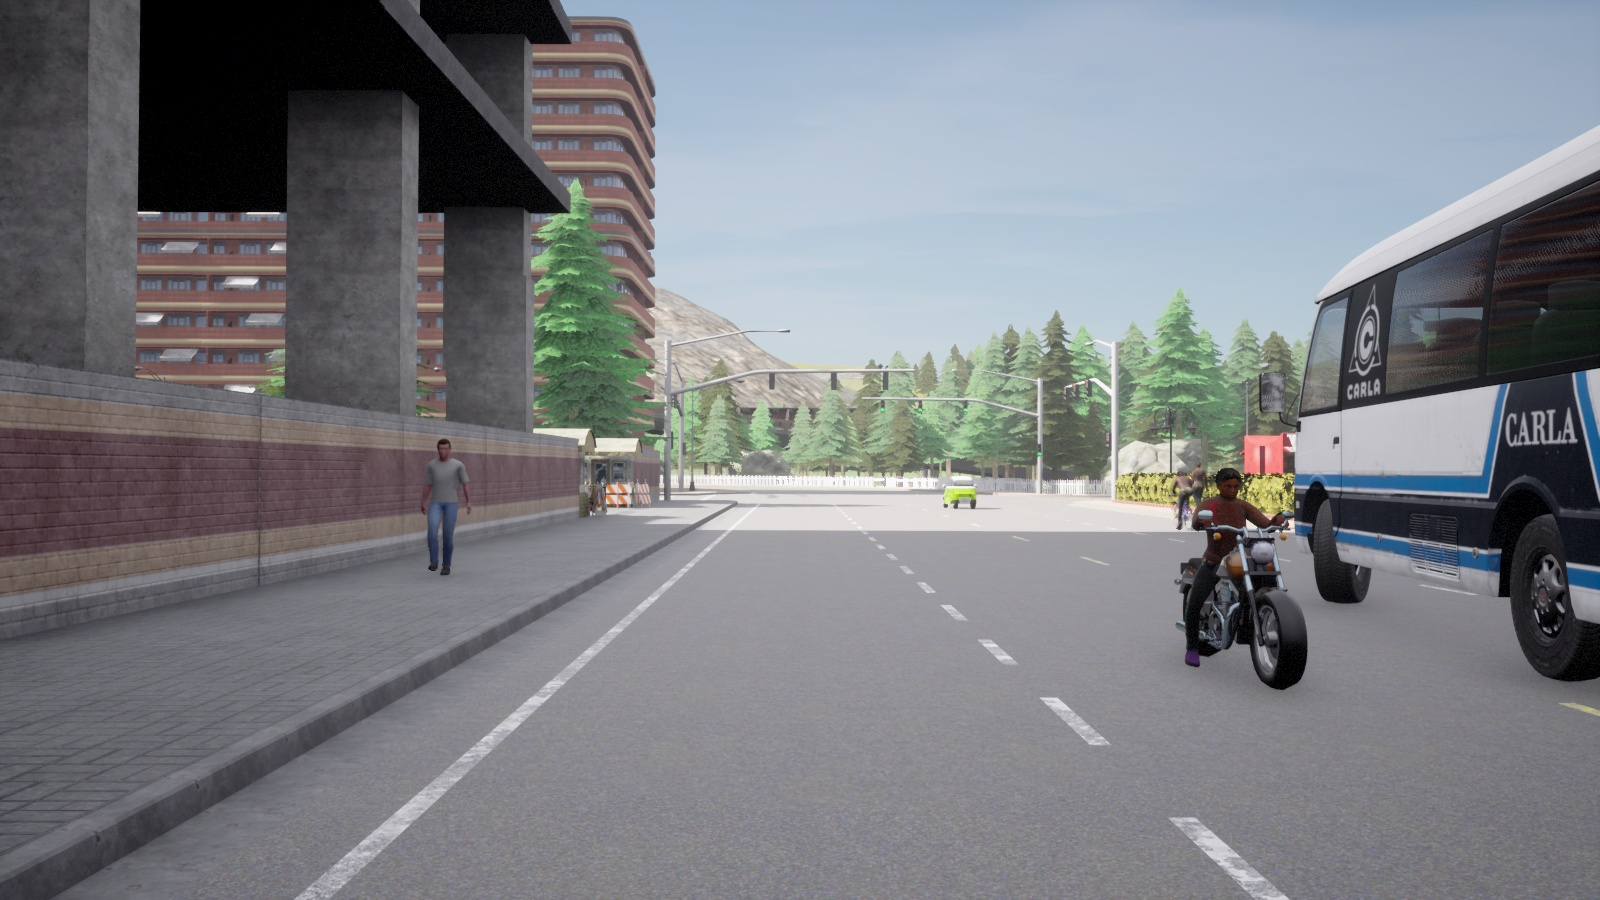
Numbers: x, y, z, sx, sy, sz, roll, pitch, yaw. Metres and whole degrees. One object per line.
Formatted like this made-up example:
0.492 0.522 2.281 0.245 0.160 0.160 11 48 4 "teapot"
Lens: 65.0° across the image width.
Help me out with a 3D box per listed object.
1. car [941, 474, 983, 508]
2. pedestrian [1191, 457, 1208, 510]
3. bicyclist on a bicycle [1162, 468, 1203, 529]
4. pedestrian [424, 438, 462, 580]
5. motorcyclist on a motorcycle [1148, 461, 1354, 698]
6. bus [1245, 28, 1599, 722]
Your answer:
6.868 1.734 53.252 1.481 1.376 2.207 0 -1 0 "car"
13.728 1.137 43.160 0.328 1.805 0.869 0 -1 2 "pedestrian"
10.415 1.299 34.218 0.582 1.620 1.656 0 -1 0 "bicyclist on a bicycle"
-4.711 0.765 16.589 0.354 1.836 0.706 0 -1 -5 "pedestrian"
3.475 0.918 9.941 0.766 1.649 2.350 0 -1 0 "motorcyclist on a motorcycle"
7.456 -0.391 11.984 3.944 4.253 10.273 0 -1 7 "bus"
